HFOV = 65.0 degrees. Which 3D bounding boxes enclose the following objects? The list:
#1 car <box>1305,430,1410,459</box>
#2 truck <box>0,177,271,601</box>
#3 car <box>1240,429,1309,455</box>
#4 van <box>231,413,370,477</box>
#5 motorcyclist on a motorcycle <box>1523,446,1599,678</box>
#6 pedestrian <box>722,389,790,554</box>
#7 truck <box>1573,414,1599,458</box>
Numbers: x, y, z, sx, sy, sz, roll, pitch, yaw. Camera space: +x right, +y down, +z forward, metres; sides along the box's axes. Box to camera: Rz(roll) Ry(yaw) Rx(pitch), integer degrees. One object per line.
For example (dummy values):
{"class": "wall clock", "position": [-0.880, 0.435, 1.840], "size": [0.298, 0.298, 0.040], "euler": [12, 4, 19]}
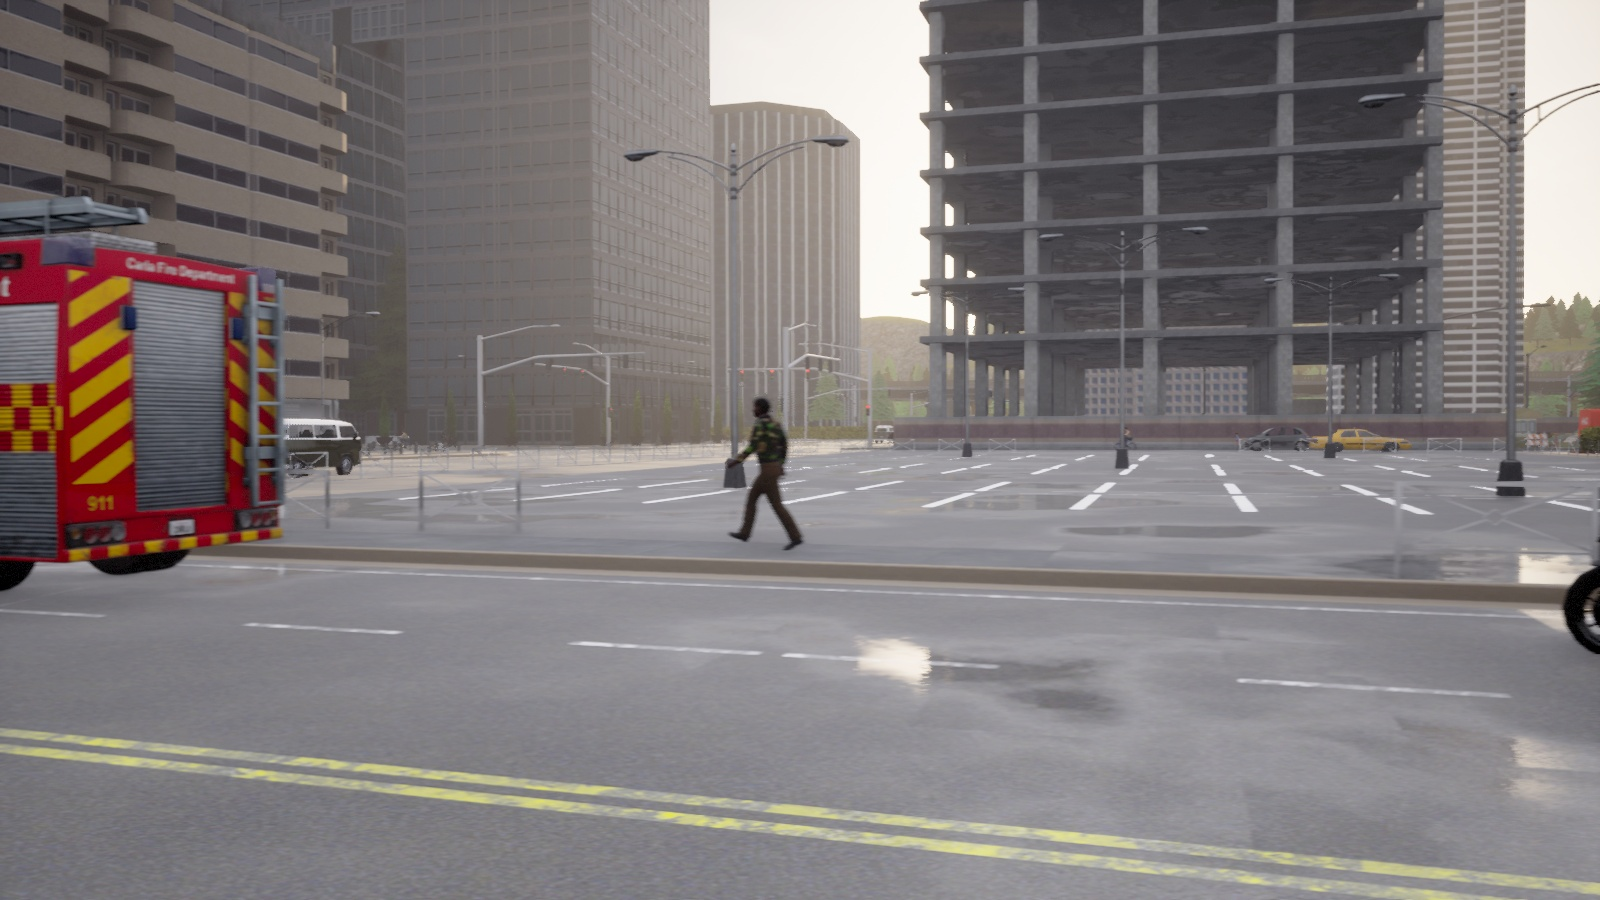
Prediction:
{"class": "car", "position": [32.264, -0.334, 72.793], "size": [5.366, 1.575, 1.801], "euler": [0, 1, 17]}
{"class": "truck", "position": [-10.404, -0.602, 14.026], "size": [8.468, 3.827, 2.891], "euler": [1, 1, 18]}
{"class": "car", "position": [30.440, -0.508, 80.650], "size": [3.988, 1.617, 1.851], "euler": [0, 1, 17]}
{"class": "van", "position": [-16.912, -0.199, 42.771], "size": [2.069, 2.038, 4.480], "euler": [0, 1, 17]}
{"class": "motorcyclist on a motorcycle", "position": [6.228, 0.749, 8.478], "size": [2.191, 1.530, 0.866], "euler": [1, 1, 19]}
{"class": "pedestrian", "position": [-0.524, 0.243, 14.973], "size": [0.692, 1.930, 0.395], "euler": [1, 1, 23]}
{"class": "truck", "position": [47.653, -0.717, 71.825], "size": [5.204, 2.467, 2.627], "euler": [3, 2, 17]}
